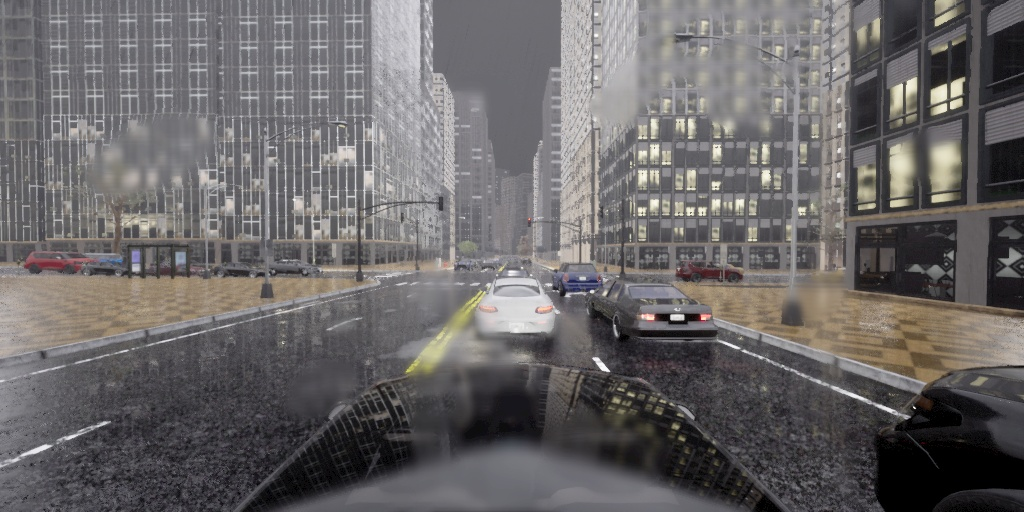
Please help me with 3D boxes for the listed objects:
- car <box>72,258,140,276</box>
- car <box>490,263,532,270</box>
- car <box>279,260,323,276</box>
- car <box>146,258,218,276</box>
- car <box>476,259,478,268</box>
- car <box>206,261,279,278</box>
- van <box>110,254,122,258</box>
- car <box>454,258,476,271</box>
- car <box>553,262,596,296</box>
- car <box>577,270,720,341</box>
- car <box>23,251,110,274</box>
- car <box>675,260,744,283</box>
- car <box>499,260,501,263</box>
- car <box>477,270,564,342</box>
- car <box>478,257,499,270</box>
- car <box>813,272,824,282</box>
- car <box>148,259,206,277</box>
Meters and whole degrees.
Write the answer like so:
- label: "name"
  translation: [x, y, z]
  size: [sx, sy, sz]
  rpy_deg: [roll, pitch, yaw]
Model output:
- label: "car"
  translation: [-34.067, 1.069, 30.611]
  size: [4.313, 1.339, 1.948]
  rpy_deg: [0, 0, 1]
- label: "car"
  translation: [0.116, 1.288, 18.906]
  size: [2.033, 1.411, 5.357]
  rpy_deg: [0, 0, 0]
- label: "car"
  translation: [-19.997, 1.080, 32.944]
  size: [4.902, 1.511, 2.128]
  rpy_deg: [1, 1, 1]
- label: "car"
  translation: [-30.466, 0.971, 33.168]
  size: [5.008, 1.535, 1.882]
  rpy_deg: [1, 1, 1]
- label: "car"
  translation: [-6.530, 1.211, 58.361]
  size: [1.837, 1.490, 4.892]
  rpy_deg: [0, 0, 0]
- label: "car"
  translation: [-22.703, 1.174, 30.293]
  size: [4.313, 1.339, 1.948]
  rpy_deg: [0, 0, 1]
- label: "van"
  translation: [-45.250, 0.605, 39.283]
  size: [3.998, 1.789, 1.690]
  rpy_deg: [0, 0, 1]
- label: "car"
  translation: [-6.576, 1.068, 49.264]
  size: [2.097, 1.767, 4.553]
  rpy_deg: [0, 0, 1]
- label: "car"
  translation: [3.367, 1.093, 19.185]
  size: [2.097, 1.767, 4.553]
  rpy_deg: [0, 0, 0]
- label: "car"
  translation: [3.360, 1.293, 9.800]
  size: [2.033, 1.411, 5.357]
  rpy_deg: [0, 0, 0]
- label: "car"
  translation: [-41.647, 0.610, 33.412]
  size: [5.566, 2.045, 2.150]
  rpy_deg: [1, 1, 1]
- label: "car"
  translation: [16.221, 1.269, 29.727]
  size: [5.009, 1.841, 2.192]
  rpy_deg: [0, 0, 1]
- label: "car"
  translation: [-3.268, 1.304, 61.006]
  size: [1.895, 1.301, 4.718]
  rpy_deg: [0, 0, 0]
- label: "car"
  translation: [0.106, 1.272, 9.662]
  size: [1.812, 1.442, 4.674]
  rpy_deg: [0, 0, 0]
- label: "car"
  translation: [-3.292, 1.262, 51.245]
  size: [2.033, 1.411, 5.357]
  rpy_deg: [0, 0, 0]
- label: "car"
  translation: [27.669, 1.579, 29.518]
  size: [4.829, 1.417, 1.751]
  rpy_deg: [0, 0, 1]
- label: "car"
  translation: [-28.387, 1.138, 30.432]
  size: [4.207, 1.307, 1.802]
  rpy_deg: [0, 0, 1]
